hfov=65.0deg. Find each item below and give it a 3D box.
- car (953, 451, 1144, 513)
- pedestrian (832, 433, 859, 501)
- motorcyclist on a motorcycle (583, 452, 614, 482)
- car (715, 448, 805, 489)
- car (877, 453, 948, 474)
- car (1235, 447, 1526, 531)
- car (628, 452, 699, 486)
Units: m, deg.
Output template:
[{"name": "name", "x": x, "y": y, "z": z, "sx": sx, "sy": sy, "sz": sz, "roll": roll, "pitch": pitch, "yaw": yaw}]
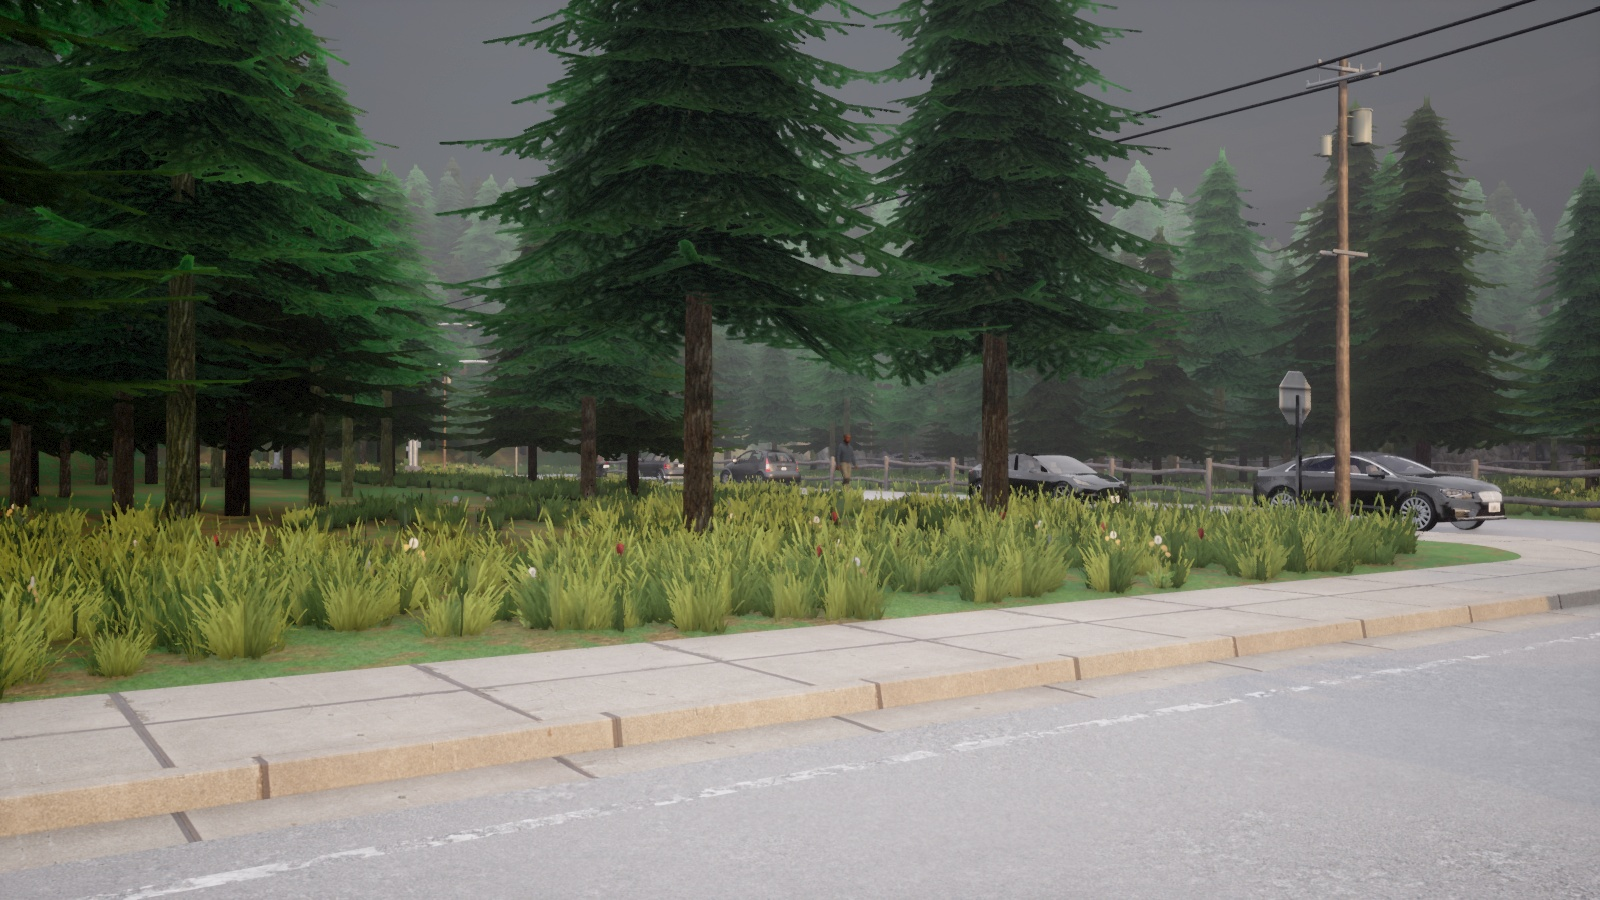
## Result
[{"name": "car", "x": 6.418, "y": 0.777, "z": 32.963, "sx": 2.163, "sy": 1.488, "sz": 4.792, "roll": 0, "pitch": 0, "yaw": -33}, {"name": "pedestrian", "x": 1.225, "y": 0.451, "z": 34.220, "sx": 0.370, "sy": 1.835, "sz": 0.726, "roll": 0, "pitch": 0, "yaw": -35}, {"name": "motorcyclist on a motorcycle", "x": -10.341, "y": 0.880, "z": 64.410, "sx": 0.797, "sy": 1.523, "sz": 2.044, "roll": 0, "pitch": 0, "yaw": -35}, {"name": "car", "x": -1.681, "y": 0.746, "z": 51.447, "sx": 1.851, "sy": 1.617, "sz": 3.988, "roll": 0, "pitch": 0, "yaw": -34}, {"name": "car", "x": 7.919, "y": 0.949, "z": 88.358, "sx": 4.892, "sy": 1.490, "sz": 1.837, "roll": 0, "pitch": 0, "yaw": 8}, {"name": "car", "x": 11.409, "y": 0.703, "z": 25.054, "sx": 2.128, "sy": 1.511, "sz": 4.902, "roll": 0, "pitch": 0, "yaw": -32}, {"name": "car", "x": -6.387, "y": 0.853, "z": 58.522, "sx": 1.789, "sy": 1.549, "sz": 3.705, "roll": 0, "pitch": 0, "yaw": -34}]
